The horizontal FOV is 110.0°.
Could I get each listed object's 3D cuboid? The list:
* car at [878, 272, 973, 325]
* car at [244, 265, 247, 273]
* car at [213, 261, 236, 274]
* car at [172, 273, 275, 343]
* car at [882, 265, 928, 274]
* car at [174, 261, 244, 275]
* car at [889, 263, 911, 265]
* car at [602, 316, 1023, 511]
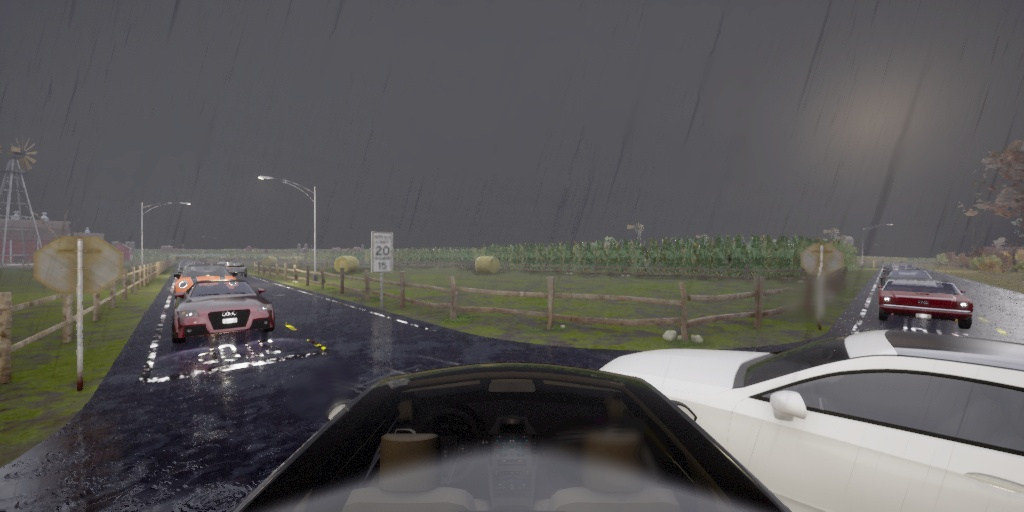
[{"bbox_3d":[13.353,1.400,11.774,4.718,1.301,1.895,0,1,-44],"label":"car"},{"bbox_3d":[-27.498,1.307,35.414,2.128,1.511,4.902,0,0,-42],"label":"car"},{"bbox_3d":[-34.328,1.334,42.773,1.837,1.490,4.892,0,0,-42],"label":"car"},{"bbox_3d":[-8.082,1.361,9.984,1.994,1.385,4.181,0,0,-43],"label":"car"},{"bbox_3d":[20.333,1.367,18.441,5.357,1.411,2.033,0,1,-44],"label":"car"},{"bbox_3d":[-13.952,1.151,16.382,2.097,1.767,4.553,0,0,-43],"label":"car"},{"bbox_3d":[26.995,1.406,24.794,4.181,1.385,1.994,0,1,-44],"label":"car"},{"bbox_3d":[2.808,1.293,2.556,1.812,1.442,4.674,0,1,-45],"label":"car"}]
